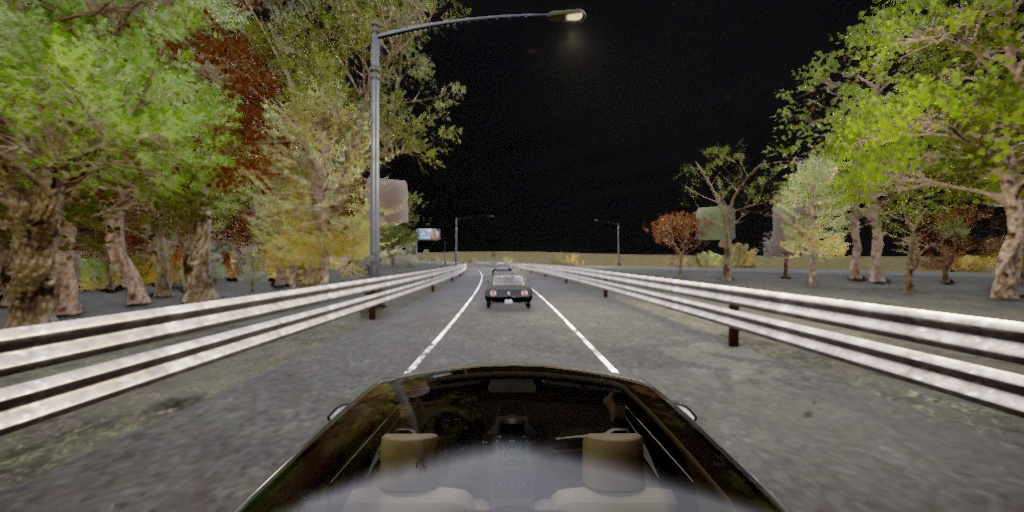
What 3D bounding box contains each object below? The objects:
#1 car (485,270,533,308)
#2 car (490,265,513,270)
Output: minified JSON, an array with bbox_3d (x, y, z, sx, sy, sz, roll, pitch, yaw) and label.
[{"bbox_3d":[-0.181,1.482,16.026,1.895,1.301,4.718,0,0,-2],"label":"car"},{"bbox_3d":[-0.882,1.516,31.273,2.128,1.511,4.902,0,0,-4],"label":"car"}]
